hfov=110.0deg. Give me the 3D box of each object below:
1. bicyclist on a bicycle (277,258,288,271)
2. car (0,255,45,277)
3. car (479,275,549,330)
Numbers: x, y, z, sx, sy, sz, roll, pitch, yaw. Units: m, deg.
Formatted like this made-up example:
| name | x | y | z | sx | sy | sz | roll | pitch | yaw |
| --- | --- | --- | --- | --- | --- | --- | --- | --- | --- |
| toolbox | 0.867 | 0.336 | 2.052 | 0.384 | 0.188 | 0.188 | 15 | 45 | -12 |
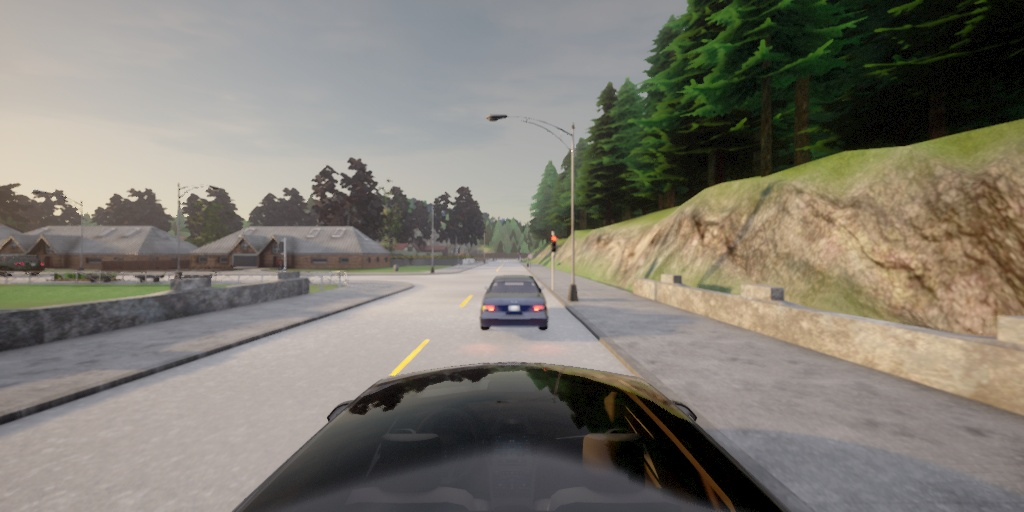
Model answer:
| name | x | y | z | sx | sy | sz | roll | pitch | yaw |
| --- | --- | --- | --- | --- | --- | --- | --- | --- | --- |
| bicyclist on a bicycle | -24.171 | 1.032 | 37.774 | 0.582 | 1.620 | 1.656 | 0 | 0 | 0 |
| car | -47.382 | 0.911 | 33.519 | 5.566 | 2.045 | 2.150 | 0 | 0 | 1 |
| car | 0.061 | 1.280 | 11.000 | 2.033 | 1.411 | 5.357 | 0 | 0 | 0 |
